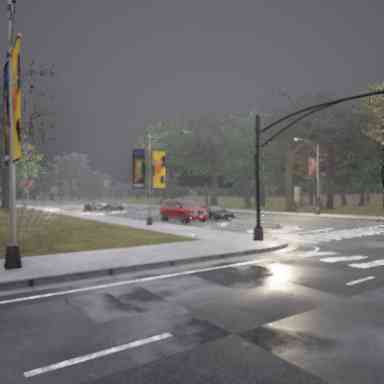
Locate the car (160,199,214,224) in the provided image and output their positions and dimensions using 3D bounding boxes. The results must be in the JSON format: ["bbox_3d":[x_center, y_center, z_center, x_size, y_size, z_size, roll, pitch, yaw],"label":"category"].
[{"bbox_3d":[-0.817,1.695,29.801,2.150,2.045,5.566,-1,0,-35],"label":"car"}]

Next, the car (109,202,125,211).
[{"bbox_3d":[-12.051,2.241,51.608,1.994,1.385,4.181,-1,0,-35],"label":"car"}]

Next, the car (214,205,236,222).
[{"bbox_3d":[1.815,1.985,31.712,2.033,1.411,5.357,-1,0,-35],"label":"car"}]

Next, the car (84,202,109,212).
[{"bbox_3d":[-14.780,2.206,49.842,2.128,1.511,4.902,-1,0,-34],"label":"car"}]
